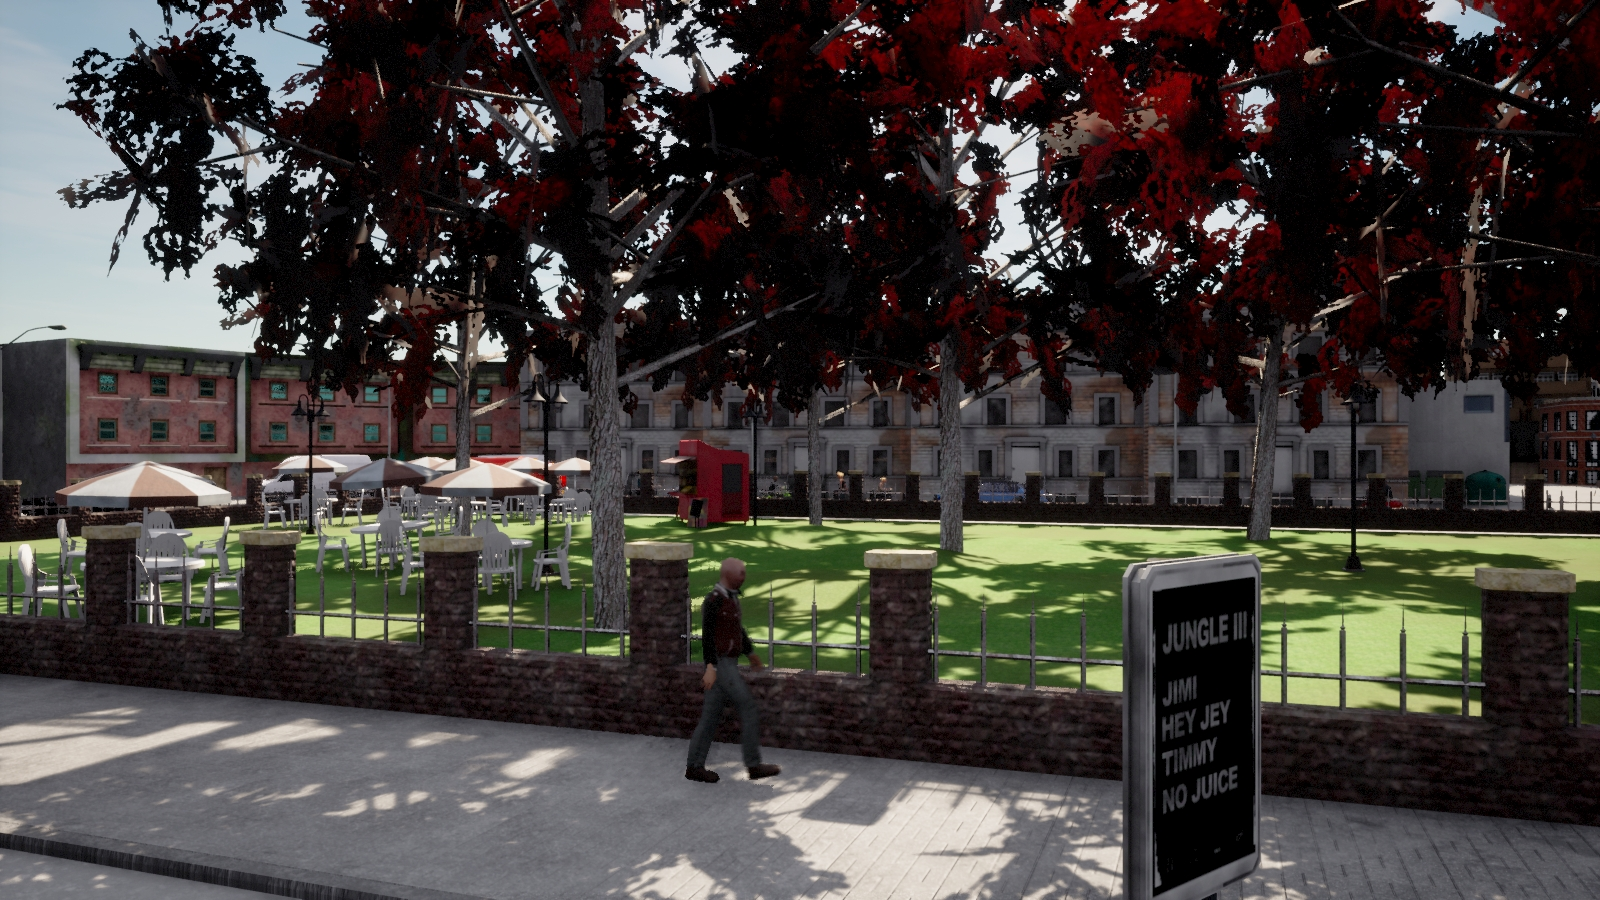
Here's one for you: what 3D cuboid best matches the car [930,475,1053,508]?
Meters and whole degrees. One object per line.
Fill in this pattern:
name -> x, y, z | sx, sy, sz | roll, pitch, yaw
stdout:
car -> 8.891, 1.886, 53.027 | 5.357, 1.411, 2.033 | 0, 0, 20

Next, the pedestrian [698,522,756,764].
pedestrian -> -0.579, 1.523, 9.133 | 0.375, 1.860, 0.375 | 0, 0, 11

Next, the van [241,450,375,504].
van -> -24.802, 1.317, 57.799 | 5.915, 2.561, 1.988 | 0, 0, -43

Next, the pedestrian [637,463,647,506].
pedestrian -> -6.961, 1.526, 50.268 | 0.375, 1.860, 0.375 | 0, 0, 5

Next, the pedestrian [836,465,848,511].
pedestrian -> 1.699, 1.525, 46.322 | 0.375, 1.860, 0.375 | 0, 0, 20
